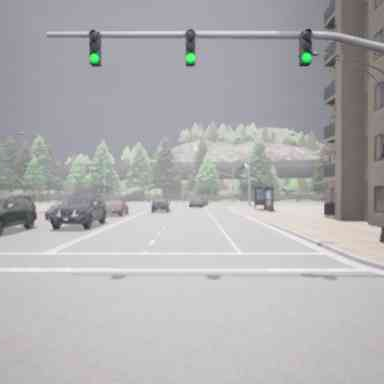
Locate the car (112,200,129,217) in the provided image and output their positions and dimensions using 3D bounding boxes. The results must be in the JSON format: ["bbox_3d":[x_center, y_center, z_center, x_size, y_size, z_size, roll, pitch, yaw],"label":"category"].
[{"bbox_3d":[-7.079,1.469,30.994,1.812,1.442,4.674,0,0,0],"label":"car"}]

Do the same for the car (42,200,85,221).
[{"bbox_3d":[-10.587,1.475,27.856,1.812,1.442,4.674,0,0,0],"label":"car"}]

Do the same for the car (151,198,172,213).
[{"bbox_3d":[-3.402,1.438,36.725,1.837,1.490,4.892,0,0,0],"label":"car"}]

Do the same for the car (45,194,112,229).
[{"bbox_3d":[-7.094,1.182,21.464,2.150,2.045,5.566,0,0,0],"label":"car"}]

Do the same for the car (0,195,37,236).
[{"bbox_3d":[-10.595,1.188,18.252,2.150,2.045,5.566,0,0,0],"label":"car"}]

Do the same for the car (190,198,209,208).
[{"bbox_3d":[1.073,1.473,47.364,1.994,1.385,4.181,0,0,17],"label":"car"}]
